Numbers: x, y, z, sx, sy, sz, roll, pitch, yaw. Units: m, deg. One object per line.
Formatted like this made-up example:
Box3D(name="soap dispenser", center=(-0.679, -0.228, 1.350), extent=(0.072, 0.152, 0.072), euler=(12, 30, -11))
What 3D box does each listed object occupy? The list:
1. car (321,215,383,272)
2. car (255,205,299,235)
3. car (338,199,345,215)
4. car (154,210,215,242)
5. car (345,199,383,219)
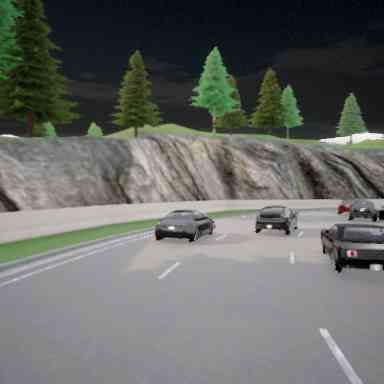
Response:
Box3D(name="car", center=(5.320, 1.652, 10.696), extent=(1.895, 1.301, 4.718), euler=(0, 0, 15))
Box3D(name="car", center=(5.056, 1.559, 19.569), extent=(1.837, 1.490, 4.892), euler=(0, 0, 25))
Box3D(name="car", center=(17.519, 1.521, 35.507), extent=(4.553, 1.767, 2.097), euler=(1, 0, -41))
Box3D(name="car", center=(-0.237, 1.571, 16.589), extent=(1.994, 1.385, 4.181), euler=(0, 0, 19))
Box3D(name="car", center=(14.983, 1.496, 28.239), extent=(2.097, 1.767, 4.553), euler=(1, 0, 40))
